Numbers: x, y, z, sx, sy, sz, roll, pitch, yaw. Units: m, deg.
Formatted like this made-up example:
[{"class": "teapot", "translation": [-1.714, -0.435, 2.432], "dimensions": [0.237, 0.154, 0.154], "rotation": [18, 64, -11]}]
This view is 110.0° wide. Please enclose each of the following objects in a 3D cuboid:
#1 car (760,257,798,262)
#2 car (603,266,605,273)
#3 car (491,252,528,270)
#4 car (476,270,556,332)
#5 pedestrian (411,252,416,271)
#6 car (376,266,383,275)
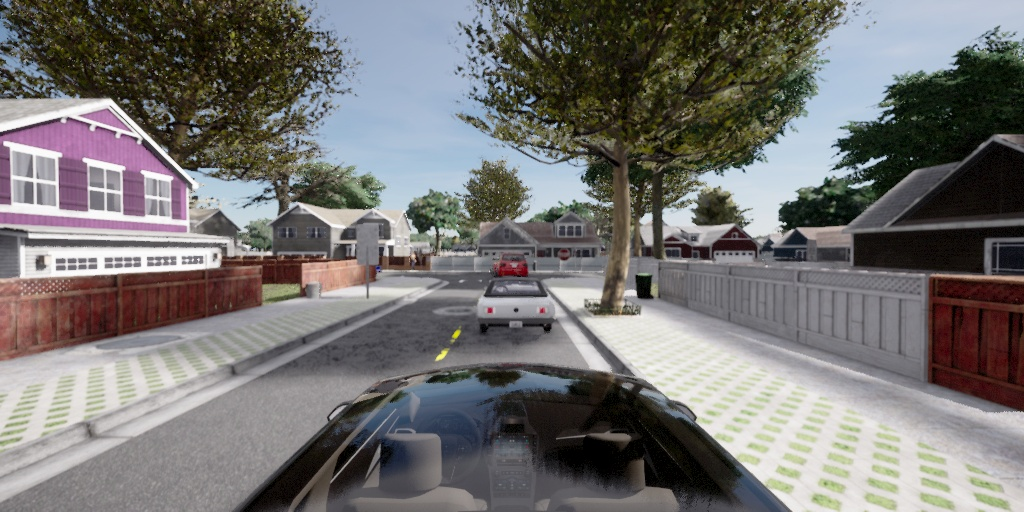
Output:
[{"class": "car", "translation": [23.876, 0.916, 32.760], "dimensions": [4.553, 1.767, 2.097], "rotation": [0, 1, -1]}, {"class": "car", "translation": [10.840, 1.007, 32.635], "dimensions": [4.902, 1.511, 2.128], "rotation": [0, 1, -1]}, {"class": "car", "translation": [-0.233, 0.753, 27.396], "dimensions": [2.150, 2.045, 5.566], "rotation": [1, 1, -8]}, {"class": "car", "translation": [0.100, 1.274, 10.529], "dimensions": [1.895, 1.301, 4.718], "rotation": [0, 1, 0]}, {"class": "pedestrian", "translation": [-9.762, 0.521, 35.329], "dimensions": [0.375, 1.860, 0.375], "rotation": [0, 1, -1]}, {"class": "car", "translation": [-13.237, 1.076, 29.443], "dimensions": [4.718, 1.301, 1.895], "rotation": [0, 1, -1]}]
